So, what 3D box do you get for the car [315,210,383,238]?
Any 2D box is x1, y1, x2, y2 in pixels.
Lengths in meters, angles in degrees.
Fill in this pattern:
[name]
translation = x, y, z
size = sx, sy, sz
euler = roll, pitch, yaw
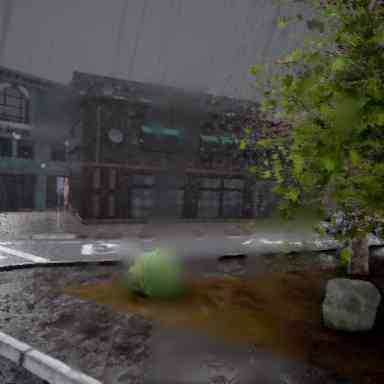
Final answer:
[car]
translation = 9.244, 1.781, 19.391
size = 4.902, 1.511, 2.128
euler = 1, 3, -29
